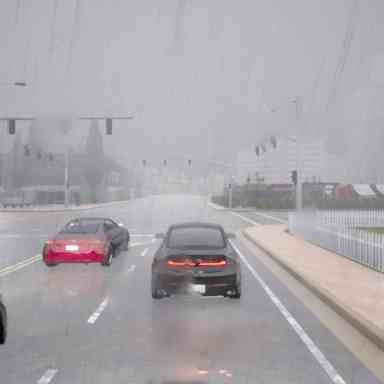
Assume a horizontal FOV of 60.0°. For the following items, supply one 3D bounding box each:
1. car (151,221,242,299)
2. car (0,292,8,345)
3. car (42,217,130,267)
[{"bbox_3d":[0.087,1.505,8.440,1.837,1.490,4.892,0,0,0],"label":"car"},{"bbox_3d":[-3.408,1.492,2.570,2.128,1.511,4.902,0,0,0],"label":"car"},{"bbox_3d":[-3.418,1.564,11.479,1.994,1.385,4.181,0,0,0],"label":"car"}]
